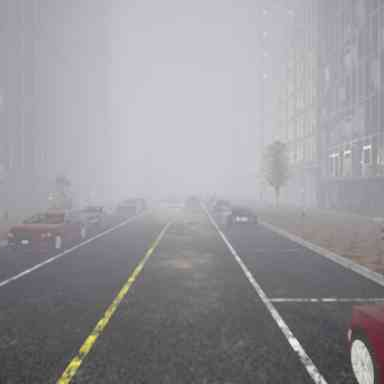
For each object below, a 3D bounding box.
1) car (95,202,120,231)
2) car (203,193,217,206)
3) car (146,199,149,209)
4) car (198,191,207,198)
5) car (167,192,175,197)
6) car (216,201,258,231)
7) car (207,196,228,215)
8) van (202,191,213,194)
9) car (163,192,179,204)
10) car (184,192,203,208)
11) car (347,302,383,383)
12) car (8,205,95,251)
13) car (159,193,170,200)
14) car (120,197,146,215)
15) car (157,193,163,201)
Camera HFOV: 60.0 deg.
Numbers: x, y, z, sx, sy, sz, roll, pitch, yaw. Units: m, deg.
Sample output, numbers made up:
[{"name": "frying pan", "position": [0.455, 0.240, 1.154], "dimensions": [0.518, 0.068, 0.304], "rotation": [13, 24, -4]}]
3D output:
[{"name": "car", "position": [-5.701, 1.427, 19.278], "dimensions": [1.802, 1.307, 4.206], "rotation": [0, 0, 0]}, {"name": "car", "position": [2.666, 1.219, 42.043], "dimensions": [1.947, 1.339, 4.313], "rotation": [0, 1, 0]}, {"name": "car", "position": [-5.712, 1.268, 36.355], "dimensions": [1.947, 1.339, 4.313], "rotation": [0, 0, 0]}, {"name": "car", "position": [2.639, 0.548, 87.578], "dimensions": [2.192, 1.841, 5.009], "rotation": [0, 1, 0]}, {"name": "car", "position": [-5.747, 0.729, 93.278], "dimensions": [2.008, 1.369, 4.403], "rotation": [0, 1, 0]}, {"name": "car", "position": [2.680, 1.410, 19.276], "dimensions": [1.947, 1.339, 4.313], "rotation": [0, 0, 0]}, {"name": "car", "position": [2.673, 1.316, 30.660], "dimensions": [1.947, 1.339, 4.313], "rotation": [0, 0, 0]}, {"name": "van", "position": [2.663, 0.944, 47.735], "dimensions": [1.690, 1.788, 3.998], "rotation": [0, 1, 0]}, {"name": "car", "position": [-3.099, 1.069, 52.304], "dimensions": [1.837, 1.490, 4.892], "rotation": [0, 0, 0]}, {"name": "car", "position": [0.074, 1.139, 41.015], "dimensions": [1.882, 1.535, 5.008], "rotation": [0, 1, 0]}, {"name": "car", "position": [2.690, 1.527, 2.199], "dimensions": [1.887, 1.381, 4.507], "rotation": [0, 0, 0]}, {"name": "car", "position": [-5.697, 1.436, 13.585], "dimensions": [1.887, 1.381, 4.507], "rotation": [0, 0, 0]}, {"name": "car", "position": [-5.733, 0.946, 70.510], "dimensions": [2.008, 1.369, 4.403], "rotation": [0, 1, 0]}, {"name": "car", "position": [-5.708, 1.295, 30.662], "dimensions": [1.887, 1.381, 4.507], "rotation": [0, 0, 0]}, {"name": "car", "position": [-5.729, 0.975, 64.647], "dimensions": [1.752, 1.417, 4.829], "rotation": [0, 1, 0]}]
